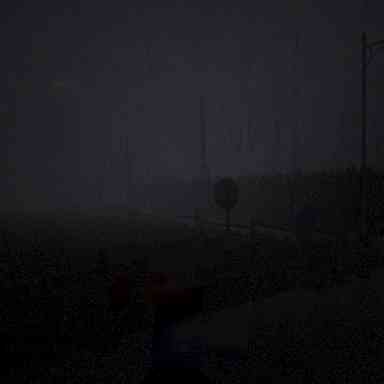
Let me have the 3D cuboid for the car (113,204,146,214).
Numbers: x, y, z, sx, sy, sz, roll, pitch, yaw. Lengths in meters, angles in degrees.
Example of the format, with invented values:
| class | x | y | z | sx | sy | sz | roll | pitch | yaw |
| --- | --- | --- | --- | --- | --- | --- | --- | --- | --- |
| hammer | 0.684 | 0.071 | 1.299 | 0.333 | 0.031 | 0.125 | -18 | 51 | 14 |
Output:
| class | x | y | z | sx | sy | sz | roll | pitch | yaw |
| --- | --- | --- | --- | --- | --- | --- | --- | --- | --- |
| car | -6.329 | 1.833 | 32.604 | 1.895 | 1.301 | 4.718 | 0 | 0 | -35 |
